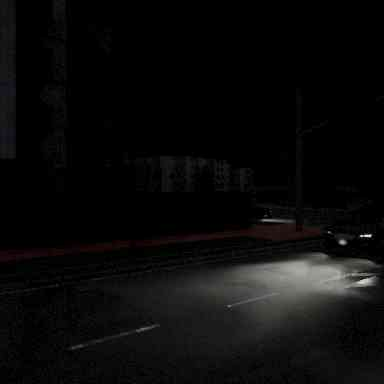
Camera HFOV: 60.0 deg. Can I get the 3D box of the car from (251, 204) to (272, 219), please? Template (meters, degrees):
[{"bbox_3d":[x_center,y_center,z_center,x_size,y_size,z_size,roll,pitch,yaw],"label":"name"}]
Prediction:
[{"bbox_3d":[4.367,1.548,29.042,2.033,1.411,5.357,0,0,-37],"label":"car"}]

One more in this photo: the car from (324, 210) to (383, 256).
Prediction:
[{"bbox_3d":[7.078,1.491,13.299,4.902,1.511,2.128,0,0,-43],"label":"car"}]
